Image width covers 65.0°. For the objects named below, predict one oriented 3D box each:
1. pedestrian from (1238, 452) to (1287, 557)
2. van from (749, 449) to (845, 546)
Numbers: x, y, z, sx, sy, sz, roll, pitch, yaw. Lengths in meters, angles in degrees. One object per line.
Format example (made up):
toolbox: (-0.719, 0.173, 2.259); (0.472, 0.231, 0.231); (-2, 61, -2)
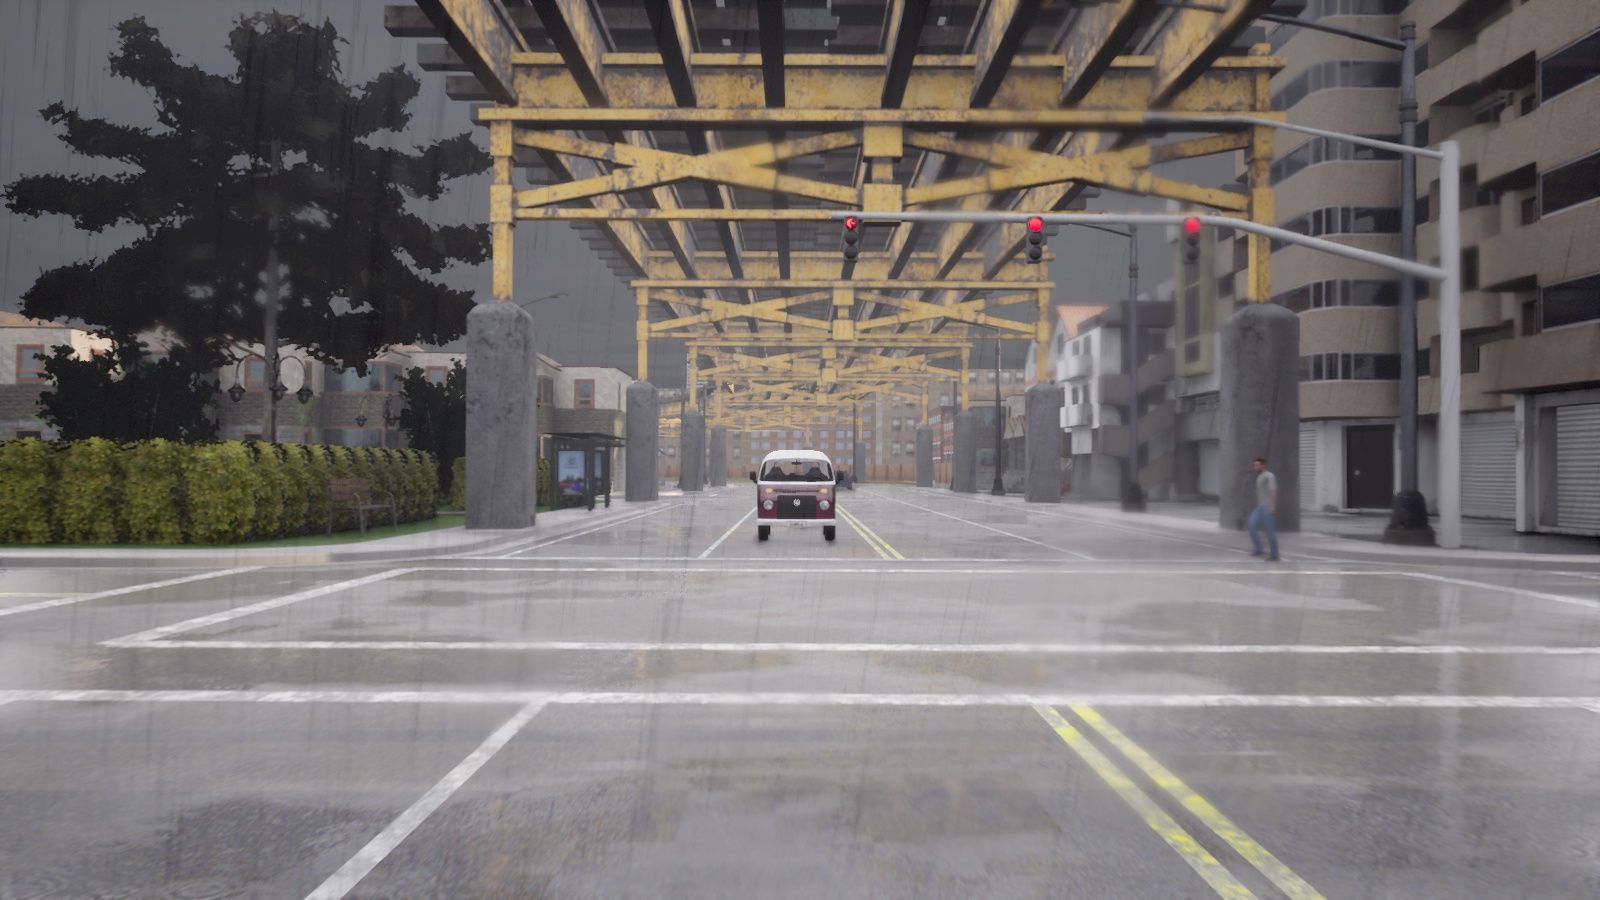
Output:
pedestrian: (8.131, 0.953, 22.096); (0.706, 1.836, 0.354); (0, -1, -1)
van: (-0.073, 1.014, 29.356); (2.069, 2.038, 4.480); (0, 1, 0)
